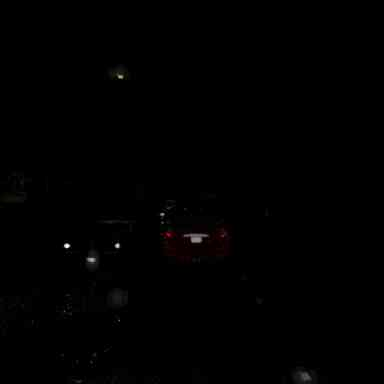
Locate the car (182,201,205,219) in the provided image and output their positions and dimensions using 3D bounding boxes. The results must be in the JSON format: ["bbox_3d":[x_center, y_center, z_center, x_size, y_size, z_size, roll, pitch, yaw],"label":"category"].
[{"bbox_3d":[0.137,1.616,31.513,2.033,1.411,5.357,0,0,0],"label":"car"}]

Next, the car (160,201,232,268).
[{"bbox_3d":[0.121,1.365,11.438,2.097,1.767,4.553,0,0,0],"label":"car"}]

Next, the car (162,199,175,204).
[{"bbox_3d":[-2.693,1.631,40.674,1.812,1.442,4.674,0,0,0],"label":"car"}]

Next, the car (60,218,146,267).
[{"bbox_3d":[-2.830,1.612,11.583,1.895,1.301,4.718,0,0,0],"label":"car"}]
